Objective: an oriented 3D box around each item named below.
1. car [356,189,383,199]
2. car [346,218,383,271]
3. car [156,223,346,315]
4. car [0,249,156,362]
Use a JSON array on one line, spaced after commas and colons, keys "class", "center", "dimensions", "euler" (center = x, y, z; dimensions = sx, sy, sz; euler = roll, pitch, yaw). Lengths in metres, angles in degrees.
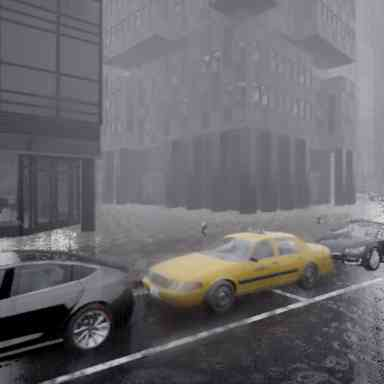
[{"class": "car", "center": [27.216, 0.525, 52.663], "dimensions": [2.150, 2.045, 5.566], "euler": [0, 1, -35]}, {"class": "car", "center": [5.714, 1.538, 10.722], "dimensions": [4.403, 1.369, 2.008], "euler": [0, 0, -35]}, {"class": "car", "center": [1.270, 1.519, 7.552], "dimensions": [4.829, 1.417, 1.752], "euler": [0, 0, -35]}, {"class": "car", "center": [-2.899, 1.566, 4.579], "dimensions": [4.313, 1.339, 1.947], "euler": [0, 0, -35]}]
